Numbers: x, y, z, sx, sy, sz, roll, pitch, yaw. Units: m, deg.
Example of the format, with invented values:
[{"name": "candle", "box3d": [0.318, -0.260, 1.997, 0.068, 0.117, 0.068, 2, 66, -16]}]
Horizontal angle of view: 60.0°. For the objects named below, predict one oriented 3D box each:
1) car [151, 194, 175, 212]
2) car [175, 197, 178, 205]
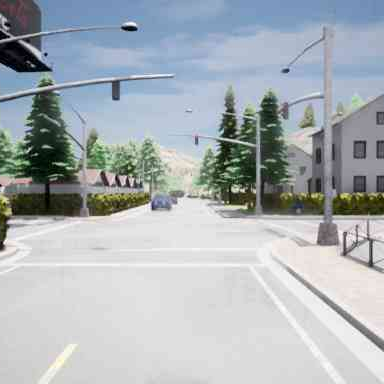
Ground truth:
[{"name": "car", "box3d": [-3.612, 1.209, 39.833, 2.150, 2.045, 5.566, 0, 0, 0]}, {"name": "car", "box3d": [-3.521, 1.554, 59.391, 1.994, 1.385, 4.181, 0, 0, 0]}]
